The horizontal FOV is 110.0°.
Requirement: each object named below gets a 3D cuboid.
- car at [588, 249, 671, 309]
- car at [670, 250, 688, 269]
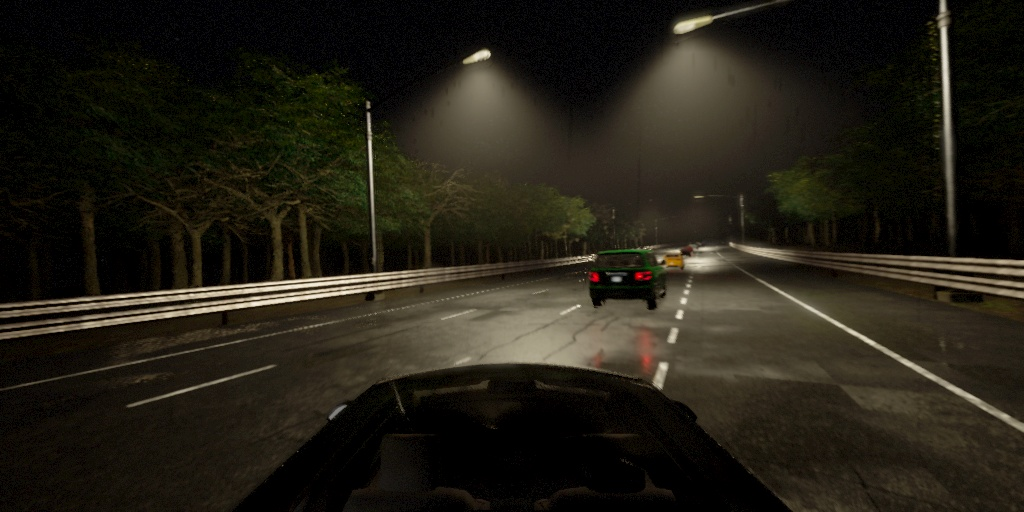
[{"bbox_3d":[4.572,0.779,13.770,2.150,2.045,5.566,-2,0,28],"label":"car"},{"bbox_3d":[15.775,0.469,35.075,1.882,1.535,5.008,-2,0,28],"label":"car"}]
